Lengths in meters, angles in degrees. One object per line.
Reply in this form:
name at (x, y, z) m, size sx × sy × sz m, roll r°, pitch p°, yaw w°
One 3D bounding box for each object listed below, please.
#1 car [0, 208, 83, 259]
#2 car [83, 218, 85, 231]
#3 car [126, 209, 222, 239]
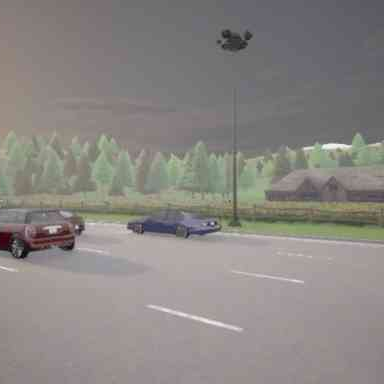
car at (-6.667, 1.417, 13.053) m, size 4.553 × 1.767 × 2.097 m, roll 0°, pitch 0°, yaw 36°
car at (-7.726, 1.610, 18.109) m, size 4.674 × 1.442 × 1.812 m, roll 0°, pitch 0°, yaw 36°
car at (-1.053, 1.603, 17.646) m, size 5.357 × 1.411 × 2.033 m, roll 0°, pitch 0°, yaw 36°
